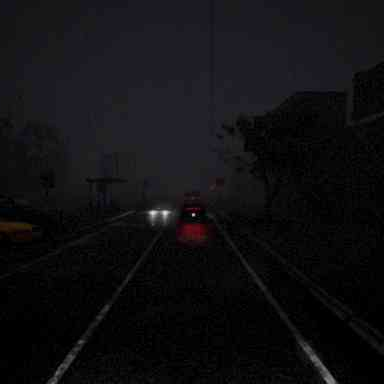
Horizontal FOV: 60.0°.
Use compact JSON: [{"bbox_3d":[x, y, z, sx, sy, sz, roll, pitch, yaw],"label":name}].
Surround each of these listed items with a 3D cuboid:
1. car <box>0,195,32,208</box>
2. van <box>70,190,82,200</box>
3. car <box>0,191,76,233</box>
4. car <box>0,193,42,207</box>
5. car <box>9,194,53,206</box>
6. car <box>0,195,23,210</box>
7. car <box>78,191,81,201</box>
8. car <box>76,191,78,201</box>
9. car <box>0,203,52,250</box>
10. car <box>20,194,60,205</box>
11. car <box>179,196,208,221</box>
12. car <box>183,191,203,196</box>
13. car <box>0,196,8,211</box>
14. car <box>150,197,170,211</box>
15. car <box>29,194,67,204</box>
[{"bbox_3d":[-22.089,1.161,40.163,4.674,1.452,2.002,0,1,0],"label":"car"},{"bbox_3d":[-21.997,0.714,59.586,4.442,1.987,1.878,0,1,0],"label":"van"},{"bbox_3d":[-8.954,1.105,16.067,5.566,2.045,2.435,0,1,0],"label":"car"},{"bbox_3d":[-22.126,0.969,42.937,4.553,1.767,2.185,0,1,0],"label":"car"},{"bbox_3d":[-22.104,1.068,45.714,5.008,1.535,2.097,0,1,0],"label":"car"},{"bbox_3d":[-22.083,1.148,37.387,5.008,1.535,2.097,0,1,0],"label":"car"},{"bbox_3d":[-22.141,0.995,56.815,4.792,1.488,2.163,0,1,0],"label":"car"},{"bbox_3d":[-21.922,0.988,54.038,5.366,1.575,1.946,0,1,0],"label":"car"},{"bbox_3d":[-8.794,1.382,13.266,5.366,1.575,1.946,0,1,0],"label":"car"},{"bbox_3d":[-22.095,1.043,48.489,4.892,1.521,2.231,0,1,0],"label":"car"},{"bbox_3d":[0.104,1.288,24.968,1.837,1.490,4.892,0,1,0],"label":"car"},{"bbox_3d":[0.108,0.824,40.402,2.150,2.045,5.566,0,1,0],"label":"car"},{"bbox_3d":[-22.081,1.215,34.610,4.674,1.452,2.002,0,1,0],"label":"car"},{"bbox_3d":[-3.340,1.210,36.062,2.033,1.411,5.357,0,1,0],"label":"car"},{"bbox_3d":[-22.134,1.046,51.263,4.792,1.488,2.163,0,1,0],"label":"car"}]
